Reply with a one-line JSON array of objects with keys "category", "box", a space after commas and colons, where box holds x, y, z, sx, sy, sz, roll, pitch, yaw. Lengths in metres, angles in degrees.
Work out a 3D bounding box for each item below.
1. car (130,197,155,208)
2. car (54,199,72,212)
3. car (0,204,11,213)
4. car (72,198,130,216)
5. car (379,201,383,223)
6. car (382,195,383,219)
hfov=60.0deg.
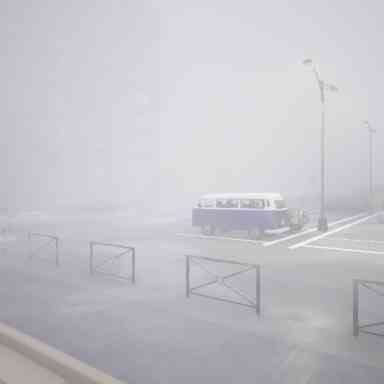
[{"category": "car", "box": [-7.266, 1.436, 46.784, 2.128, 1.511, 4.902, 0, 0, 36]}, {"category": "car", "box": [-13.342, 1.422, 38.352, 1.882, 1.535, 5.008, 0, 0, 36]}, {"category": "car", "box": [-19.401, 1.492, 29.937, 2.033, 1.411, 5.357, 0, 0, 36]}, {"category": "car", "box": [-8.763, 1.449, 32.389, 1.837, 1.490, 4.892, 0, 0, 36]}, {"category": "car", "box": [14.023, 1.395, 20.929, 3.806, 1.475, 1.970, 0, 0, 36]}, {"category": "car", "box": [17.273, 1.153, 25.464, 4.605, 1.855, 1.932, 0, 0, 36]}]
